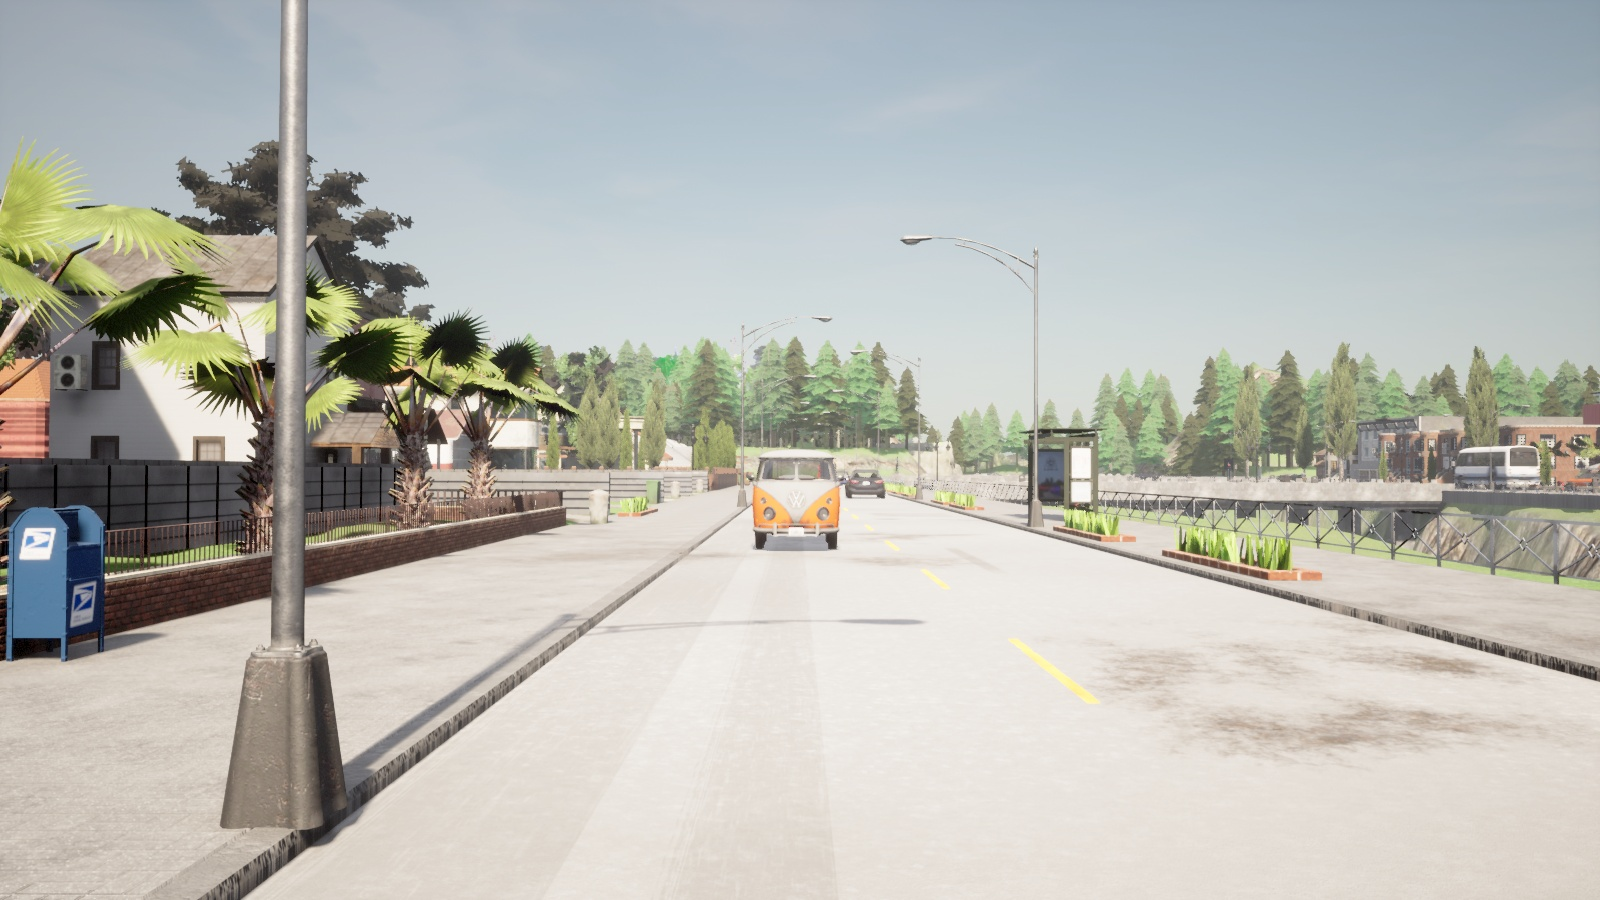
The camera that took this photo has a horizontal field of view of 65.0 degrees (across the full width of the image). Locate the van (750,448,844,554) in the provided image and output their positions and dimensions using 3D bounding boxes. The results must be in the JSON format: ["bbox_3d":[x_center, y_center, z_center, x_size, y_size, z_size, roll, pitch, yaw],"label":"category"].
[{"bbox_3d":[-0.067,1.004,26.057,1.775,1.987,4.442,0,-1,0],"label":"van"}]

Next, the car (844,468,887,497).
[{"bbox_3d":[3.813,1.881,73.881,2.242,1.667,4.611,0,-1,0],"label":"car"}]
